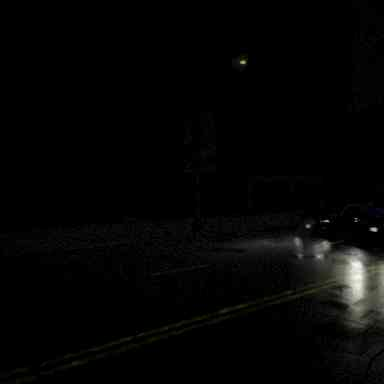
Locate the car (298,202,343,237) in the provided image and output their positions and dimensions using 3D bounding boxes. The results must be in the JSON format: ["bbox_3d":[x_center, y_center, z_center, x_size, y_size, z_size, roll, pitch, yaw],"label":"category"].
[{"bbox_3d":[7.409,1.302,16.952,4.902,1.511,2.128,-1,0,-35],"label":"car"}]

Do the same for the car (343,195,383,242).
[{"bbox_3d":[9.117,1.035,14.178,5.566,2.045,2.150,-1,0,-35],"label":"car"}]
